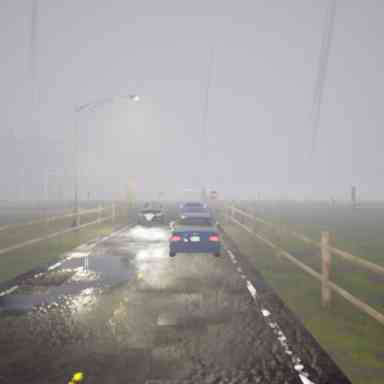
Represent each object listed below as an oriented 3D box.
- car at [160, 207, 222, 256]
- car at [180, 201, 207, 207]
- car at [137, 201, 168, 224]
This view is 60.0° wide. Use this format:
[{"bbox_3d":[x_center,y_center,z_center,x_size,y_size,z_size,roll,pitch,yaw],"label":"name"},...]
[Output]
[{"bbox_3d":[0.099,1.526,13.016,2.033,1.411,5.357,0,0,0],"label":"car"},{"bbox_3d":[0.097,1.437,25.524,1.882,1.535,5.008,0,0,0],"label":"car"},{"bbox_3d":[-2.788,1.454,24.252,2.128,1.511,4.902,0,0,0],"label":"car"}]
